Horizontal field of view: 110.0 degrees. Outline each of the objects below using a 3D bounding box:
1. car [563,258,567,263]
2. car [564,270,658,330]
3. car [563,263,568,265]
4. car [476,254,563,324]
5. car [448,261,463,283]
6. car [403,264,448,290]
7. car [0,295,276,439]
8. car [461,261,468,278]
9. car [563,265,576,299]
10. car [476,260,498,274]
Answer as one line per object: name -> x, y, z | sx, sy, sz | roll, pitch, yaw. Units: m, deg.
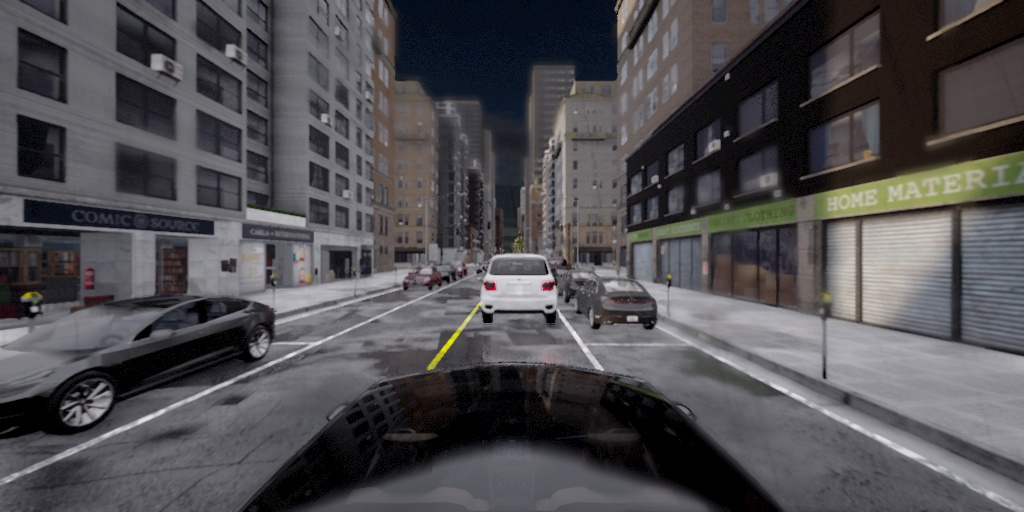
car -> 3.215, 1.050, 27.507 | 2.192, 1.841, 5.009 | 0, 0, 1
car -> 2.972, 1.296, 10.938 | 2.007, 1.370, 4.403 | 0, 0, 1
car -> 3.134, 1.304, 21.984 | 1.948, 1.339, 4.313 | 0, 0, 1
car -> 0.232, 0.963, 12.098 | 2.150, 2.045, 5.566 | 0, 0, 1
car -> -5.310, 1.298, 27.625 | 1.948, 1.339, 4.313 | 0, 0, 1
car -> -5.391, 1.318, 22.101 | 1.802, 1.307, 4.207 | 0, 0, 1
car -> -5.634, 1.311, 5.527 | 1.948, 1.339, 4.313 | 0, 0, 1
car -> -5.229, 1.169, 33.150 | 1.967, 1.591, 4.097 | 0, 0, 1
car -> 3.053, 1.292, 16.461 | 2.007, 1.370, 4.403 | 0, 0, 1
car -> -2.505, 1.086, 36.907 | 1.994, 1.385, 4.181 | 0, 0, 1
